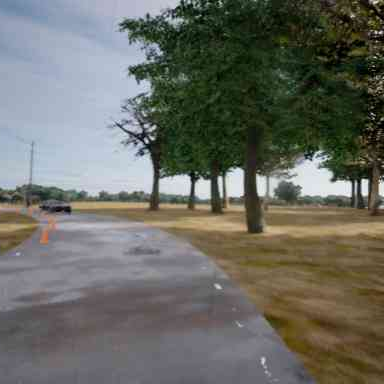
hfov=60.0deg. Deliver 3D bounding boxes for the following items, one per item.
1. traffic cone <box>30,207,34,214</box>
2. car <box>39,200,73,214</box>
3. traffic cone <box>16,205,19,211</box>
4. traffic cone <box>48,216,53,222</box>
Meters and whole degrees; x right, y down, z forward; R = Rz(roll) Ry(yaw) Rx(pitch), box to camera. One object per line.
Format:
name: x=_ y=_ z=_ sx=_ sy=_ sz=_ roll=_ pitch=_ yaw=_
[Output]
traffic cone: x=-14.954 y=1.706 z=31.019 sx=0.340 sy=0.580 sz=0.340 roll=4 pitch=-2 yaw=-39
car: x=-13.323 y=1.455 z=32.483 sx=1.895 sy=1.301 sz=4.718 roll=4 pitch=-2 yaw=-40
traffic cone: x=-18.129 y=1.680 z=34.513 sx=0.340 sy=0.580 sz=0.340 roll=0 pitch=-3 yaw=45
traffic cone: x=-7.835 y=1.825 z=18.833 sx=0.340 sy=0.580 sz=0.340 roll=2 pitch=-1 yaw=-21
